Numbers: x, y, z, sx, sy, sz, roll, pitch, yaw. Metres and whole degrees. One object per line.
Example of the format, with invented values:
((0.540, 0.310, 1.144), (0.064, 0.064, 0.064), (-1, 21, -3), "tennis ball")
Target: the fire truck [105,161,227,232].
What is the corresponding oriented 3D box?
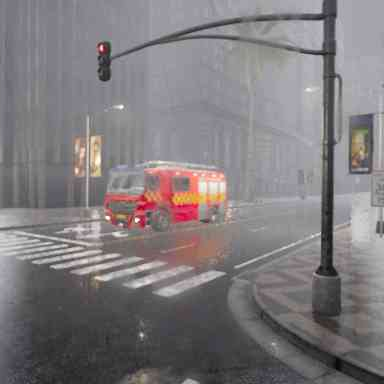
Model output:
((-1.137, 0.183, 20.291), (2.891, 3.827, 8.468), (1, 1, 36), "fire truck")
